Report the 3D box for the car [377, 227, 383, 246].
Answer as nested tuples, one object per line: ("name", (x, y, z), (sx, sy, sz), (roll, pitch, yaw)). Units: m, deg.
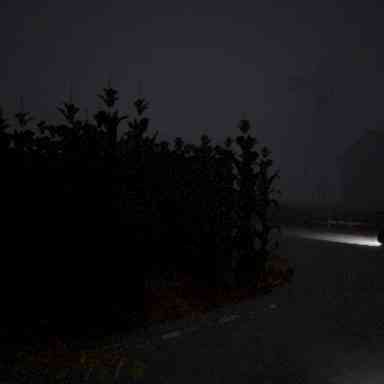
("car", (8.819, 1.545, 11.856), (1.994, 1.385, 4.181), (0, 0, -14))
